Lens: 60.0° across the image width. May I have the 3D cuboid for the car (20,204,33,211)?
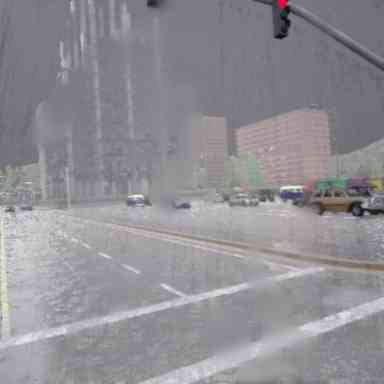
[{"bbox_3d":[-38.478,3.659,77.858,1.882,1.535,5.008,-3,0,-30],"label":"car"}]

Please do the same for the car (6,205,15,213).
[{"bbox_3d":[-41.632,3.962,76.292,1.895,1.301,4.718,-3,0,-30],"label":"car"}]

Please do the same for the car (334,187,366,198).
[{"bbox_3d":[23.269,0.024,49.202,1.784,1.438,3.905,-3,0,-30],"label":"car"}]

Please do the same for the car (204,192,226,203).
[{"bbox_3d":[3.666,1.176,55.400,1.970,1.475,3.806,-3,0,-30],"label":"car"}]

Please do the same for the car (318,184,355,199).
[{"bbox_3d":[20.710,-0.040,47.829,1.932,1.855,4.605,-3,0,-30],"label":"car"}]

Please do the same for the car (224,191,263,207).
[{"bbox_3d":[6.093,1.040,39.417,1.970,1.475,3.806,-3,0,-30],"label":"car"}]

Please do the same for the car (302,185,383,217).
[{"bbox_3d":[9.789,0.589,21.508,1.932,1.855,4.605,-3,0,-30],"label":"car"}]
